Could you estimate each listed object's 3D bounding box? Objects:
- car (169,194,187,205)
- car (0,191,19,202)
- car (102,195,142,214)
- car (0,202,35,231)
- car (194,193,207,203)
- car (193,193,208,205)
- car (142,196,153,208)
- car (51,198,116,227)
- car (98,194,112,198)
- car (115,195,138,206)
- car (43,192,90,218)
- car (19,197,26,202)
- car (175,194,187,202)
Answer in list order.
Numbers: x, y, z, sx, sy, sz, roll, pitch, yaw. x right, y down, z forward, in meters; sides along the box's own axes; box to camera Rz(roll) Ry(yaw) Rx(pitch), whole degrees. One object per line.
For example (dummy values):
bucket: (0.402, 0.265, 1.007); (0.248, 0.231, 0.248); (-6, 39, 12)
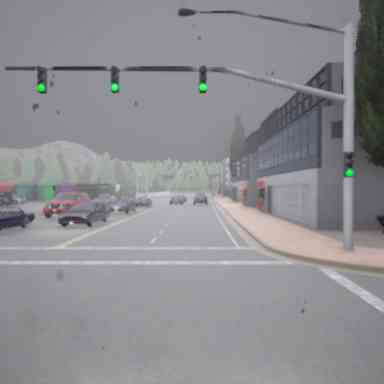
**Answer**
car: (-2.283, 1.167, 49.383); (1.994, 1.385, 4.181); (0, 0, 2)
car: (-24.402, 0.820, 41.675); (3.866, 1.878, 1.905); (0, 0, 1)
car: (-6.499, 1.238, 31.461); (2.128, 1.511, 4.902); (0, 0, 2)
car: (-10.440, 1.456, 17.849); (1.895, 1.301, 4.718); (0, 0, 1)
car: (1.553, 1.020, 58.717); (2.128, 1.511, 4.902); (0, 0, 2)
car: (1.285, 0.962, 48.509); (2.097, 1.767, 4.553); (0, 0, 2)
car: (-6.134, 1.231, 41.409); (1.994, 1.385, 4.181); (0, 0, 3)
car: (-6.836, 1.372, 21.720); (2.033, 1.411, 5.357); (0, 0, 2)
car: (-9.789, 1.048, 37.736); (2.097, 1.767, 4.553); (0, 0, 2)
car: (-9.383, 1.161, 48.004); (2.033, 1.411, 5.357); (0, 0, 3)
car: (-10.148, 0.999, 27.609); (2.150, 2.045, 5.566); (0, 0, 2)
car: (-24.361, 1.036, 44.572); (3.806, 1.475, 1.970); (0, 0, 1)
car: (-1.933, 1.088, 59.172); (1.994, 1.385, 4.181); (0, 0, 2)
